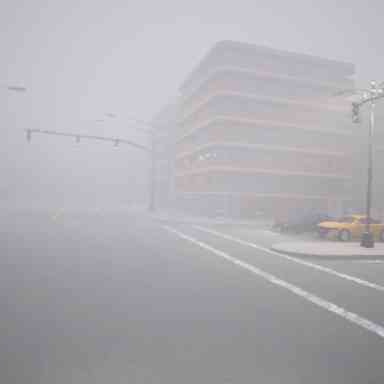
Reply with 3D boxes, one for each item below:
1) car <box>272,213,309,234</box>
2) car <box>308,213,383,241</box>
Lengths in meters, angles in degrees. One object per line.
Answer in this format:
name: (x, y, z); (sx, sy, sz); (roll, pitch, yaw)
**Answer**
car: (8.518, 2.217, 23.798); (5.357, 1.411, 2.033); (3, -1, -18)
car: (10.099, 2.177, 20.630); (5.008, 1.535, 1.882); (3, -1, -18)
